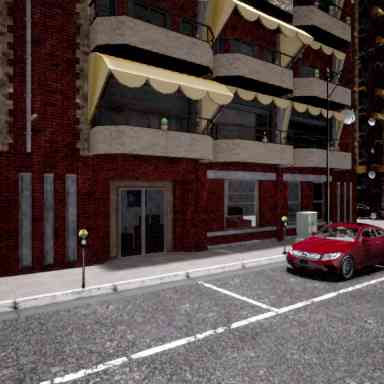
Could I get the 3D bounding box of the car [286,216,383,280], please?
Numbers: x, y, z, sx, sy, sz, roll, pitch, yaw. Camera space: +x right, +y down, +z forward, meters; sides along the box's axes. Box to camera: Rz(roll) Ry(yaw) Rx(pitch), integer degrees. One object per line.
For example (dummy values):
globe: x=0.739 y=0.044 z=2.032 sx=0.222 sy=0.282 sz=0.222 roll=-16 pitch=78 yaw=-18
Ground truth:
car: x=4.631 y=1.582 z=9.914 sx=4.206 sy=1.307 sz=1.802 roll=0 pitch=0 yaw=-35

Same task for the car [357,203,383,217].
car: x=16.333 y=1.796 z=31.909 sx=1.837 sy=1.490 sz=4.892 roll=0 pitch=-1 yaw=-36
